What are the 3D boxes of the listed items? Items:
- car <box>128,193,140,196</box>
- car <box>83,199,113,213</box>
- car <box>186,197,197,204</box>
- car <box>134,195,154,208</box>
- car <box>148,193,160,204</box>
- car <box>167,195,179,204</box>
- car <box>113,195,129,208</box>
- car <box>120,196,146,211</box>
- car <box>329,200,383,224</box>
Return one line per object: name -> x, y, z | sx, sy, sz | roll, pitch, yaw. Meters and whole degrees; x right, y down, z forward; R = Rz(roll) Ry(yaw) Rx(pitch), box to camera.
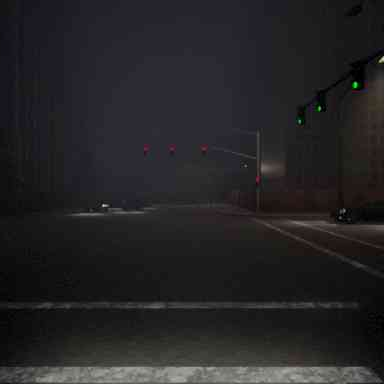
car -> -10.660, 1.216, 60.580 | 2.150, 2.045, 5.566 | 0, 1, 0
car -> -10.709, 1.547, 37.586 | 2.033, 1.411, 5.357 | 0, 0, -3
car -> -0.127, 1.564, 64.979 | 1.994, 1.385, 4.181 | 0, 0, 0
car -> -7.188, 1.525, 49.673 | 1.812, 1.442, 4.674 | 0, 0, 0
car -> -7.152, 1.222, 61.613 | 2.150, 2.045, 5.566 | 0, 0, 0
car -> -3.627, 1.352, 64.942 | 2.097, 1.767, 4.553 | 0, 0, 0
car -> -10.690, 1.547, 47.660 | 2.033, 1.411, 5.357 | 0, 0, 0
car -> -7.158, 1.526, 40.579 | 1.812, 1.442, 4.674 | 0, 0, -1
car -> 12.366, 1.352, 23.919 | 4.553, 1.767, 2.097 | 0, 0, 0
